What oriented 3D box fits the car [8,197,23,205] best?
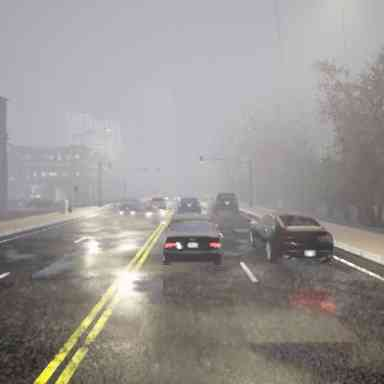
[{"bbox_3d":[-28.935,1.486,54.501,4.403,1.369,2.008,-1,2,-1],"label":"car"}]

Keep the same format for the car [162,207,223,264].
[{"bbox_3d":[-0.011,1.474,11.510,2.033,1.411,5.357,0,0,-1],"label":"car"}]

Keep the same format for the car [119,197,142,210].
[{"bbox_3d":[-6.943,1.332,38.200,2.033,1.411,5.357,0,0,-1],"label":"car"}]

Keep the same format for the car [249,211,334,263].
[{"bbox_3d":[3.233,1.430,11.609,1.837,1.490,4.892,0,0,-1],"label":"car"}]

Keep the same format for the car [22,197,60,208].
[{"bbox_3d":[-20.496,1.538,46.094,4.313,1.339,1.947,-1,2,-1],"label":"car"}]

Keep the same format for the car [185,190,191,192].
[{"bbox_3d":[-1.132,0.517,93.465,2.150,2.045,5.566,0,0,-1],"label":"car"}]

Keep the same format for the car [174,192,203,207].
[{"bbox_3d":[-0.243,1.162,30.333,2.097,1.767,4.553,0,0,-1],"label":"car"}]

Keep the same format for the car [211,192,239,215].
[{"bbox_3d":[2.999,1.025,30.972,2.150,2.045,5.566,0,0,-1],"label":"car"}]

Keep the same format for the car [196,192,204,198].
[{"bbox_3d":[2.114,0.830,93.893,2.128,1.511,4.902,0,0,-1],"label":"car"}]

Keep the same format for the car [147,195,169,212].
[{"bbox_3d":[-3.683,1.302,35.901,1.812,1.442,4.674,0,0,0],"label":"car"}]
